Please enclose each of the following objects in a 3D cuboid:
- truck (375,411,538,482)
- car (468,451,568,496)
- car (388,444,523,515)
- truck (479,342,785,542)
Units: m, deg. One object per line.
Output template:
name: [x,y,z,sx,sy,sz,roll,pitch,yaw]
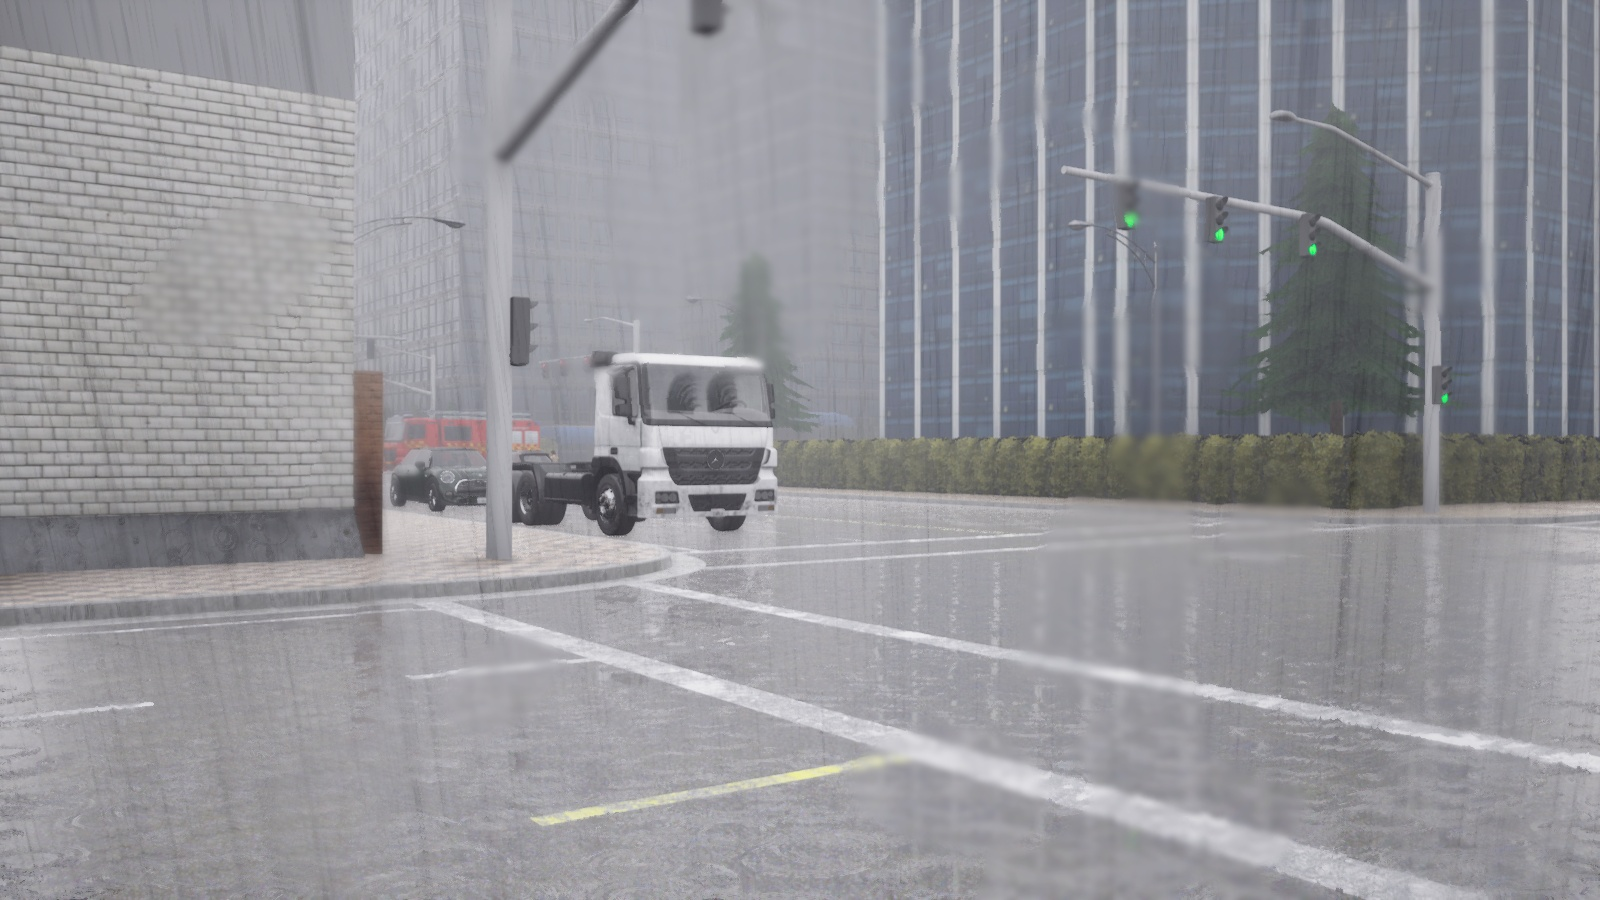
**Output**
truck: [-19.432,-0.169,71.364,8.468,3.827,2.891,0,0,-38]
car: [-10.882,0.856,48.227,2.033,1.649,4.856,0,0,-35]
car: [-9.337,0.752,33.802,2.097,1.767,4.553,0,0,-35]
truck: [-3.750,-0.120,25.811,2.891,3.462,7.936,0,0,-35]
